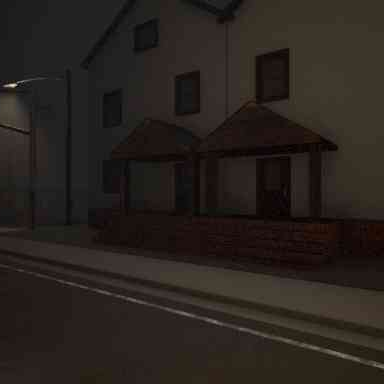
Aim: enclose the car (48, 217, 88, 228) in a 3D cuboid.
[{"bbox_3d":[-12.263,3.328,34.176,1.837,1.490,4.892,0,-8,36],"label":"car"}]
